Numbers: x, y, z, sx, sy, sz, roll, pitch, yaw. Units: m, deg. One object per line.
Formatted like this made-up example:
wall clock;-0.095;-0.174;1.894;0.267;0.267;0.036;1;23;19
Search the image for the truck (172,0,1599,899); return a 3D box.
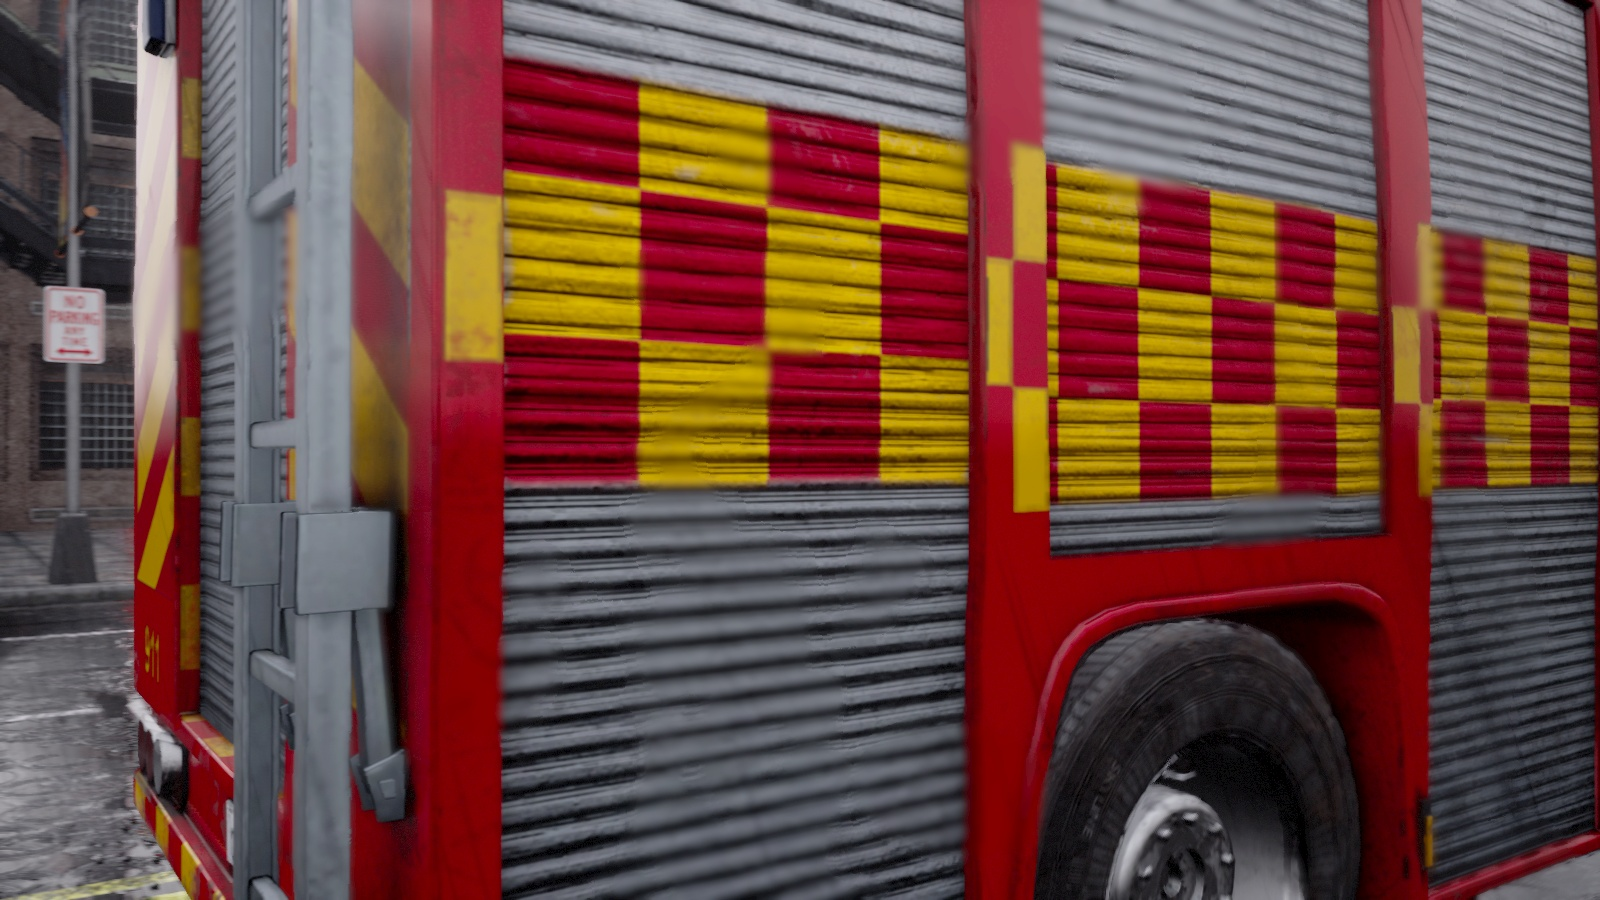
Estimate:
truck;2.288;-0.412;5.256;8.468;3.827;2.891;0;0;-35
